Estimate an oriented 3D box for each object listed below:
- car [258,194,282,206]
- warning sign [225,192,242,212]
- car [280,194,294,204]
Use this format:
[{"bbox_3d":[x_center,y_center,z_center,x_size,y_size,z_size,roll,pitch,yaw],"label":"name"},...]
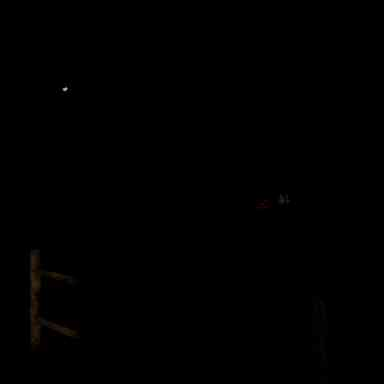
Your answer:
[{"bbox_3d":[10.817,1.343,47.536,1.895,1.301,4.718,0,0,31],"label":"car"},{"bbox_3d":[3.928,0.927,31.267,1.300,1.860,1.060,-1,0,31],"label":"warning sign"},{"bbox_3d":[15.660,1.058,55.781,2.097,1.767,4.553,0,0,31],"label":"car"}]
